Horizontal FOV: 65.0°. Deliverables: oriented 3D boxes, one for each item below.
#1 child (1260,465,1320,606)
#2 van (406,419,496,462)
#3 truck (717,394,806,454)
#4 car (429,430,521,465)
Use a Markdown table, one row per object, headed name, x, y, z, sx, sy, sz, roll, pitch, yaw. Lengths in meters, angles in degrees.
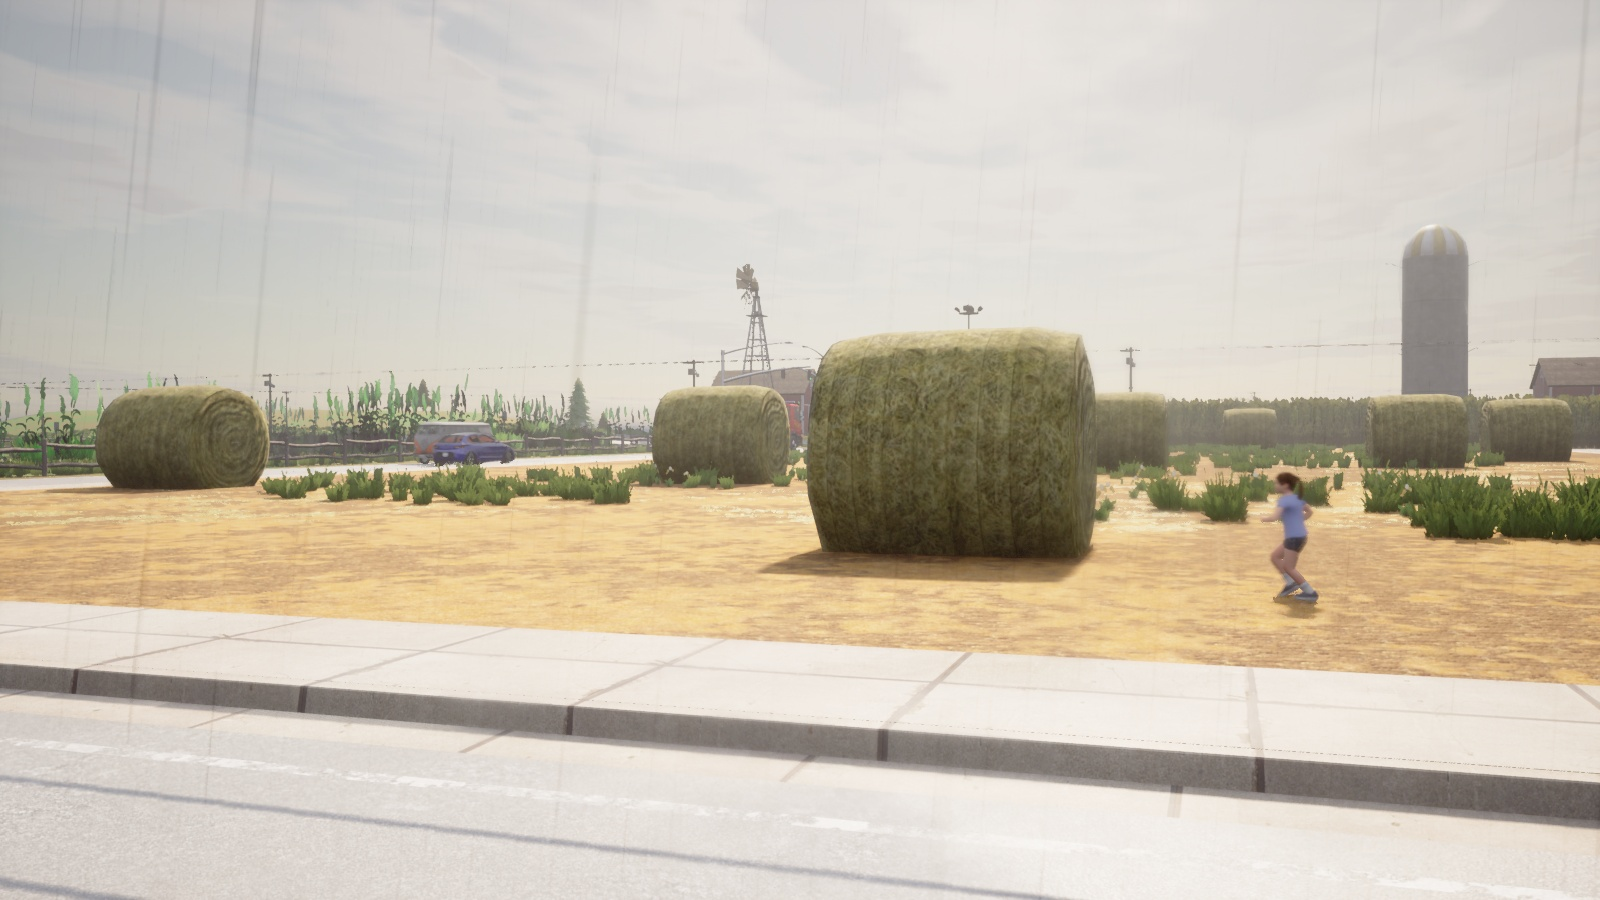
| name | x | y | z | sx | sy | sz | roll | pitch | yaw |
| --- | --- | --- | --- | --- | --- | --- | --- | --- | --- |
| child | 4.004 | 0.687 | 10.255 | 0.394 | 1.110 | 0.255 | 1 | 1 | 35 |
| van | -16.420 | -0.468 | 59.351 | 1.775 | 1.987 | 4.442 | 1 | 1 | 21 |
| truck | -2.522 | -1.747 | 85.215 | 2.891 | 3.827 | 8.468 | 1 | 1 | 22 |
| car | -14.261 | -0.133 | 55.270 | 1.816 | 1.474 | 4.193 | 1 | 1 | 21 |
